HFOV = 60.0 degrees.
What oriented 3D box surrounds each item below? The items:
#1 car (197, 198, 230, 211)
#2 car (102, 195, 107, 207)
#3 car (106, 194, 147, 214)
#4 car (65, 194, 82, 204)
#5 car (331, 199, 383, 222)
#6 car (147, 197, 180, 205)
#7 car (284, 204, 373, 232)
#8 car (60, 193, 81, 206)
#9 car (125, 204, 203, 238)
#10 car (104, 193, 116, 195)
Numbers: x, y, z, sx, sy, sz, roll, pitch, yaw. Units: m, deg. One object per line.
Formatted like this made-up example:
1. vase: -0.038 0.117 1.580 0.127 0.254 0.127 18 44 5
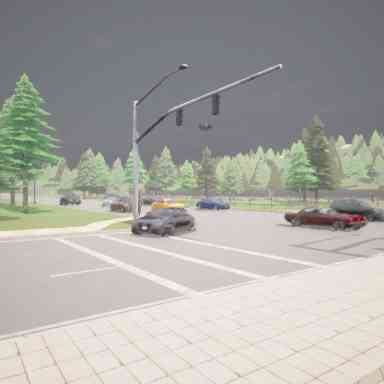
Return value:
1. car: 2.532 1.478 40.433 1.882 1.535 5.008 0 0 -35
2. car: -11.552 1.526 48.317 1.812 1.442 4.674 0 0 -35
3. car: -7.149 1.352 35.947 2.097 1.767 4.553 0 0 -35
4. car: -23.227 1.364 65.062 2.097 1.767 4.553 0 0 -35
5. car: 12.837 1.352 25.782 2.097 1.767 4.553 0 0 -35
6. car: -2.490 1.478 35.405 1.882 1.535 5.008 0 0 -35
7. car: 8.074 1.601 20.388 1.895 1.301 4.718 0 0 -35
8. car: -19.882 1.220 54.078 2.150 2.045 5.566 0 0 -35
9. car: -1.381 1.564 17.969 1.994 1.385 4.181 0 0 28
10. car: -16.310 1.236 67.397 2.150 2.045 5.566 0 0 -35
